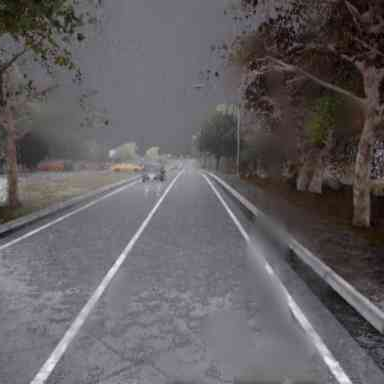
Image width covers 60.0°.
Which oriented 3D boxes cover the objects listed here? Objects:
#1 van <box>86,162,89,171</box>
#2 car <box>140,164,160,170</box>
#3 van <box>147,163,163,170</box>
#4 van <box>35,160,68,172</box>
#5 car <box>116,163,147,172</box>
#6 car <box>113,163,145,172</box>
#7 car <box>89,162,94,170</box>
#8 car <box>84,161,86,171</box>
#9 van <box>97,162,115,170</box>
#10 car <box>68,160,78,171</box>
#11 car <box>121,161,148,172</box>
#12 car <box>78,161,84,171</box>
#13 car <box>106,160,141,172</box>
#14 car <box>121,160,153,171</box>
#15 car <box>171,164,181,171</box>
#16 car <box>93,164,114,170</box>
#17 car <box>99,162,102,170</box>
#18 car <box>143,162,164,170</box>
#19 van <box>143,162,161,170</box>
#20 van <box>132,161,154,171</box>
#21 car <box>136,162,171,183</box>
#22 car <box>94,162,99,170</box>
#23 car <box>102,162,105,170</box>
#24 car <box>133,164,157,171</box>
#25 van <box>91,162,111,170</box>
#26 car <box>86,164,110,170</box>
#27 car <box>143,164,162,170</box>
[{"bbox_3d":[-23.654,-5.245,66.409,4.442,1.987,1.878,0,4,0],"label":"van"},{"bbox_3d":[-10.490,-6.134,82.863,4.674,1.452,2.002,0,4,0],"label":"car"},{"bbox_3d":[-10.388,-7.160,93.906,4.442,1.987,1.878,0,3,0],"label":"van"},{"bbox_3d":[-23.636,-4.391,55.242,4.442,1.987,1.878,0,5,0],"label":"van"},{"bbox_3d":[-10.451,-4.314,57.948,5.008,1.535,2.097,0,4,0],"label":"car"},{"bbox_3d":[-10.445,-4.092,55.185,4.892,1.521,2.231,0,5,0],"label":"car"},{"bbox_3d":[-23.511,-5.349,69.178,4.553,1.767,2.185,0,4,0],"label":"car"},{"bbox_3d":[-23.527,-4.813,63.662,4.892,1.521,2.231,0,4,0],"label":"car"},{"bbox_3d":[-23.463,-7.063,91.125,4.442,1.987,1.878,0,4,0],"label":"van"},{"bbox_3d":[-23.551,-4.647,58.123,5.566,2.045,2.435,0,5,0],"label":"car"},{"bbox_3d":[-10.480,-4.652,60.707,4.553,1.767,2.185,0,4,0],"label":"car"},{"bbox_3d":[-23.344,-4.609,60.903,5.366,1.575,1.946,0,4,0],"label":"car"},{"bbox_3d":[-10.250,-3.867,52.425,5.366,1.575,1.946,0,5,0],"label":"car"},{"bbox_3d":[-10.424,-4.985,63.462,5.566,2.045,2.435,0,4,0],"label":"car"},{"bbox_3d":[-3.394,-5.373,71.936,1.837,1.490,4.892,0,4,0],"label":"car"},{"bbox_3d":[-23.581,-6.660,88.526,5.008,1.535,2.097,0,4,0],"label":"car"},{"bbox_3d":[-23.548,-5.635,74.714,5.008,1.535,2.097,0,4,0],"label":"car"},{"bbox_3d":[-10.528,-7.025,91.132,5.566,2.045,2.435,0,3,0],"label":"car"},{"bbox_3d":[-10.374,-6.604,85.612,4.442,1.987,1.878,0,4,0],"label":"van"},{"bbox_3d":[-10.584,-5.577,71.769,4.442,1.987,1.878,0,4,0],"label":"van"},{"bbox_3d":[-3.396,-1.718,30.369,2.128,1.511,4.902,0,6,0],"label":"car"},{"bbox_3d":[-23.543,-5.420,71.826,5.008,1.535,2.097,0,4,0],"label":"car"},{"bbox_3d":[-23.551,-5.838,77.477,4.892,1.521,2.231,0,4,0],"label":"car"},{"bbox_3d":[-10.478,-5.557,74.555,5.008,1.535,2.097,0,4,0],"label":"car"},{"bbox_3d":[-23.454,-6.679,85.747,4.442,1.987,1.878,0,4,0],"label":"van"},{"bbox_3d":[-23.382,-6.252,83.003,5.366,1.575,1.946,0,4,0],"label":"car"},{"bbox_3d":[-10.526,-6.556,88.405,4.792,1.488,2.163,0,4,0],"label":"car"}]
